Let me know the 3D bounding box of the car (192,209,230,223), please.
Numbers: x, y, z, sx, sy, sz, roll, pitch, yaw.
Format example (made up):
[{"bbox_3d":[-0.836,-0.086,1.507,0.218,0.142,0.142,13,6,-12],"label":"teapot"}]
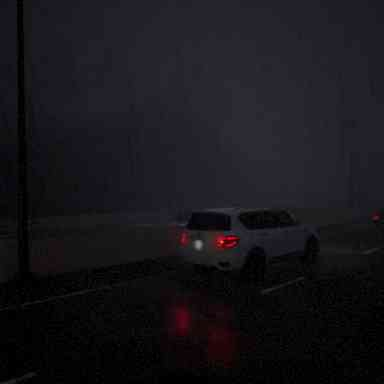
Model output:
[{"bbox_3d":[2.187,2.626,37.238,1.895,1.301,4.718,-3,-2,39],"label":"car"}]

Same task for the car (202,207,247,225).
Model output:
[{"bbox_3d":[3.337,2.353,33.167,1.882,1.535,5.008,-3,-2,40],"label":"car"}]

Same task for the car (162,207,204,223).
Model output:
[{"bbox_3d":[-0.989,2.654,38.899,2.128,1.511,4.902,-3,-2,39],"label":"car"}]

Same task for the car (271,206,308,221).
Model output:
[{"bbox_3d":[10.945,2.320,37.047,2.033,1.411,5.357,-3,-2,37],"label":"car"}]

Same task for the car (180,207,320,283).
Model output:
[{"bbox_3d":[2.101,1.490,10.899,5.566,2.045,2.150,0,-2,-44],"label":"car"}]

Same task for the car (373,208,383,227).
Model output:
[{"bbox_3d":[15.095,1.858,25.084,2.033,1.411,5.357,-3,-2,39],"label":"car"}]
